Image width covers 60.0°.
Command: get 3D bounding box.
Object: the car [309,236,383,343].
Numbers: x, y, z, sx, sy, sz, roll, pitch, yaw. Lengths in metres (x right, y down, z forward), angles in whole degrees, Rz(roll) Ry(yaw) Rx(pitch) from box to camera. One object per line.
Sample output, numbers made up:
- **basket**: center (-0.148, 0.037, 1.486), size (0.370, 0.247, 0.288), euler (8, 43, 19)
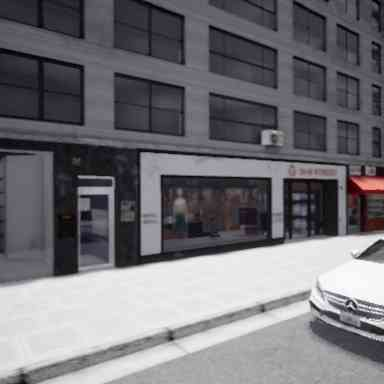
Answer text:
- **car**: center (4.094, 1.501, 5.982), size (4.674, 1.442, 1.812), euler (0, 0, -35)
